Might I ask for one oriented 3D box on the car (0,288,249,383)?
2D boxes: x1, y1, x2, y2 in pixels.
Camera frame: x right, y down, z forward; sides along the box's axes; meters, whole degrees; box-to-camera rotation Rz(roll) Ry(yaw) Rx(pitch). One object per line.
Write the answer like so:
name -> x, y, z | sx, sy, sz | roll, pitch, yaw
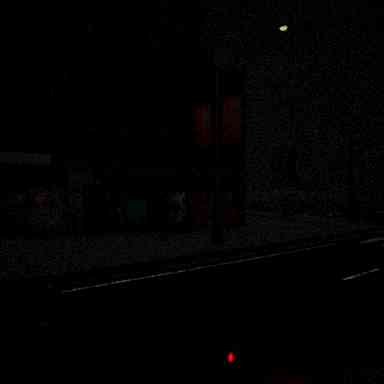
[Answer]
car -> -2.025, 1.547, 2.245 | 5.357, 1.411, 2.033 | 0, 0, -36
